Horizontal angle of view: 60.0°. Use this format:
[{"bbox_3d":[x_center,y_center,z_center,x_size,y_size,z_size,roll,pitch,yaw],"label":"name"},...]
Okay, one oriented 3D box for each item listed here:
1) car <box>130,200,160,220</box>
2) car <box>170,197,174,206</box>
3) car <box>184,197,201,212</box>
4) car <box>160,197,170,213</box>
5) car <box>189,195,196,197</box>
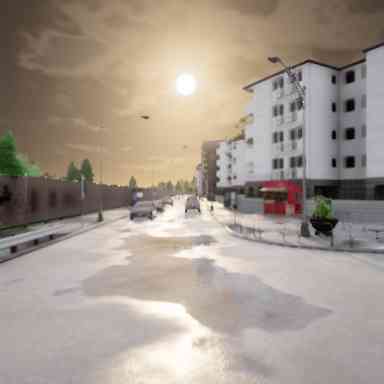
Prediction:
[{"bbox_3d":[-4.104,1.546,28.597,1.837,1.490,4.892,0,0,0],"label":"car"},{"bbox_3d":[-4.052,1.583,55.116,1.837,1.490,4.892,0,0,0],"label":"car"},{"bbox_3d":[0.081,1.604,39.860,2.033,1.411,5.357,0,0,0],"label":"car"},{"bbox_3d":[-4.103,1.602,38.372,2.033,1.411,5.357,0,0,0],"label":"car"},{"bbox_3d":[0.040,1.440,62.518,2.097,1.767,4.553,0,0,0],"label":"car"}]
